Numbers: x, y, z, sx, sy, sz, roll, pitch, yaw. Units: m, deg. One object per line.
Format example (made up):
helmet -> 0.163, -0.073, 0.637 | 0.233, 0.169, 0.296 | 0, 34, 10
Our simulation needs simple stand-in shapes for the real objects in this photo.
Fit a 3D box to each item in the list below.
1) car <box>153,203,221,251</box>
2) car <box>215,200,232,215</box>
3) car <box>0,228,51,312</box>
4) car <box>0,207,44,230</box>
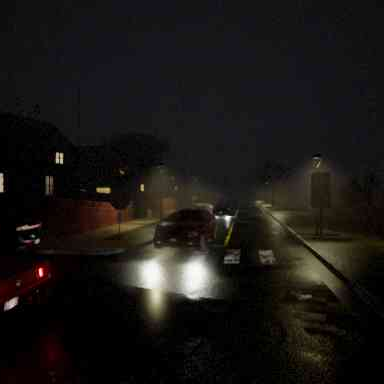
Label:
car -> -0.125, 1.472, 14.463 | 1.882, 1.535, 5.008 | 0, 0, 13
car -> 3.082, 1.520, 33.532 | 2.033, 1.411, 5.357 | 0, 0, 9
car -> -4.962, 1.320, 5.378 | 4.718, 1.301, 1.895 | 3, 1, 7
car -> -6.882, 1.067, 9.652 | 4.902, 1.511, 2.128 | 3, 1, 0
